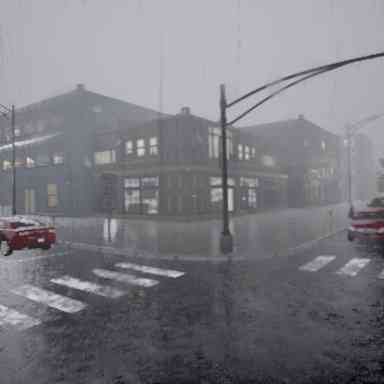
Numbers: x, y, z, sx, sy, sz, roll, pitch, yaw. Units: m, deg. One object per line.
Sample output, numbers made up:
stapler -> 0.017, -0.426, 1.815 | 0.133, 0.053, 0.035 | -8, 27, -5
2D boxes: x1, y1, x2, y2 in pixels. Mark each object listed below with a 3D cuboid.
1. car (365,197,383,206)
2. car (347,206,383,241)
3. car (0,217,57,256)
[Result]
car -> 11.773, 1.213, 20.007 | 2.192, 1.841, 5.009 | -1, 0, 36
car -> 8.483, 1.519, 15.538 | 1.802, 1.307, 4.206 | -1, 0, 36
car -> -7.366, 1.672, 13.565 | 4.507, 1.381, 1.887 | -1, -1, 36
